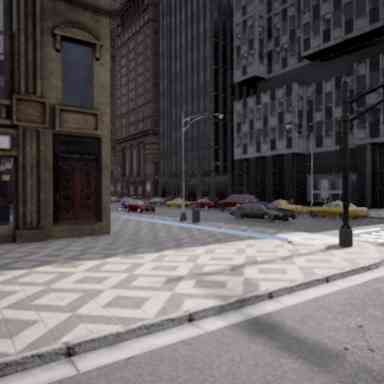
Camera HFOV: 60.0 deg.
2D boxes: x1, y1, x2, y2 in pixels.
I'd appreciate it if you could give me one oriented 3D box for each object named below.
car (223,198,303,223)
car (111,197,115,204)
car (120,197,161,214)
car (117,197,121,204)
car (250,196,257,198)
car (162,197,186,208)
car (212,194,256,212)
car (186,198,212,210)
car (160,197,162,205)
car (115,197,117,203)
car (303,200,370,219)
[{"bbox_3d":[5.025,1.405,24.378,2.033,1.411,5.357,0,0,-35],"label":"car"},{"bbox_3d":[-14.475,1.517,62.450,1.802,1.307,4.206,-1,0,-35],"label":"car"},{"bbox_3d":[-5.385,1.457,34.602,1.887,1.381,4.507,-1,0,-35],"label":"car"},{"bbox_3d":[-7.235,1.391,41.922,1.882,1.535,5.008,0,0,-35],"label":"car"},{"bbox_3d":[7.917,1.354,30.467,1.752,1.417,4.829,-1,0,-35],"label":"car"},{"bbox_3d":[-1.722,1.399,44.234,1.752,1.417,4.829,-1,0,-35],"label":"car"},{"bbox_3d":[4.800,1.158,34.915,2.192,1.841,5.009,-1,0,-35],"label":"car"},{"bbox_3d":[1.589,1.402,39.505,1.887,1.381,4.507,-1,0,-35],"label":"car"},{"bbox_3d":[-4.837,1.439,48.683,2.008,1.369,4.403,-1,0,-35],"label":"car"},{"bbox_3d":[-11.262,1.485,57.861,1.947,1.339,4.313,-1,0,-35],"label":"car"},{"bbox_3d":[11.129,1.339,25.878,1.752,1.417,4.829,-1,0,-35],"label":"car"}]
